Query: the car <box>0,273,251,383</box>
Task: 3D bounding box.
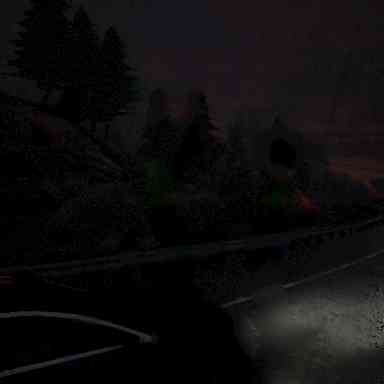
[{"bbox_3d":[-1.608,1.502,2.821,4.902,1.511,2.128,0,0,-36],"label":"car"}]
